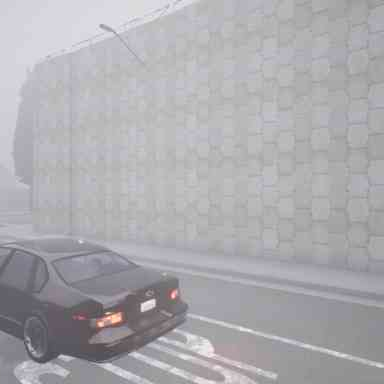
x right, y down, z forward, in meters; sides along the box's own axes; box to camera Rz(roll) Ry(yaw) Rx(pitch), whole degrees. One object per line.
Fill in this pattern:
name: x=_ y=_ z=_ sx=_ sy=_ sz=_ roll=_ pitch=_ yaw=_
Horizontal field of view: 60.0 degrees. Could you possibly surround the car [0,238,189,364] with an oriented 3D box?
car: x=-2.628 y=1.547 z=5.852 sx=5.357 sy=1.411 sz=2.033 roll=0 pitch=0 yaw=35
